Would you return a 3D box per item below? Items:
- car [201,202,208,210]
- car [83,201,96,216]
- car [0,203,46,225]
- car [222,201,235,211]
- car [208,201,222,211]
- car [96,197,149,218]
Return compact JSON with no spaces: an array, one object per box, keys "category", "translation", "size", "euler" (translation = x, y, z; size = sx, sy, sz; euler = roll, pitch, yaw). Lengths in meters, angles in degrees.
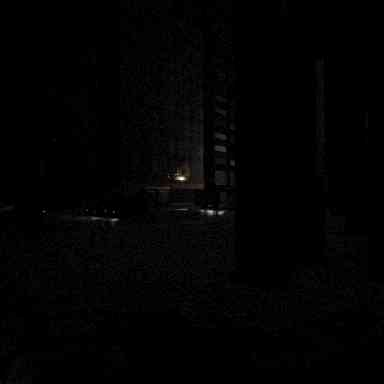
[{"category":"car","translation":[3.429,2.171,55.289],"size":[1.837,1.490,4.892],"euler":[0,-1,36]},{"category":"car","translation":[-9.515,1.583,37.503],"size":[2.150,2.045,5.566],"euler":[0,0,36]},{"category":"car","translation":[-13.793,1.723,26.001],"size":[1.812,1.442,4.674],"euler":[0,-1,36]},{"category":"car","translation":[6.979,2.148,48.986],"size":[2.033,1.411,5.357],"euler":[0,-1,36]},{"category":"car","translation":[4.977,2.105,51.911],"size":[1.882,1.535,5.008],"euler":[0,-1,36]},{"category":"car","translation":[-6.989,1.575,35.442],"size":[2.150,2.045,5.566],"euler":[0,-1,36]}]
